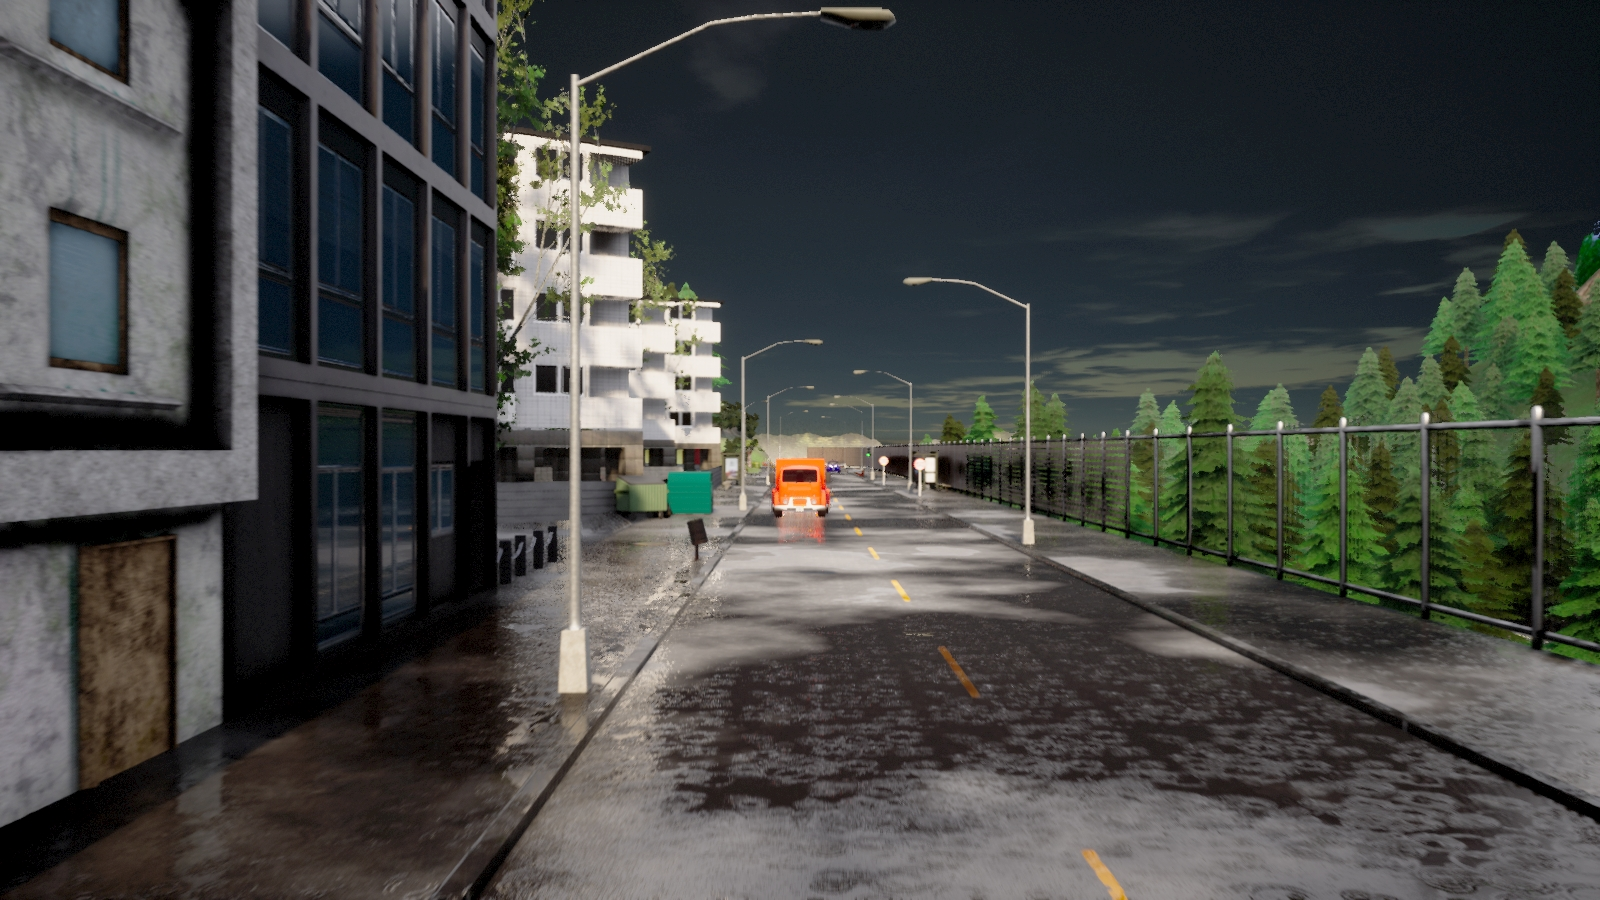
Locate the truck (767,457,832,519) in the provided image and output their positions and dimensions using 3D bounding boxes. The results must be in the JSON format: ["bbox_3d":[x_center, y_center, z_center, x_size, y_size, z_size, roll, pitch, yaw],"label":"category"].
[{"bbox_3d":[0.024,1.568,48.898,2.627,2.467,5.204,0,0,1],"label":"truck"}]
